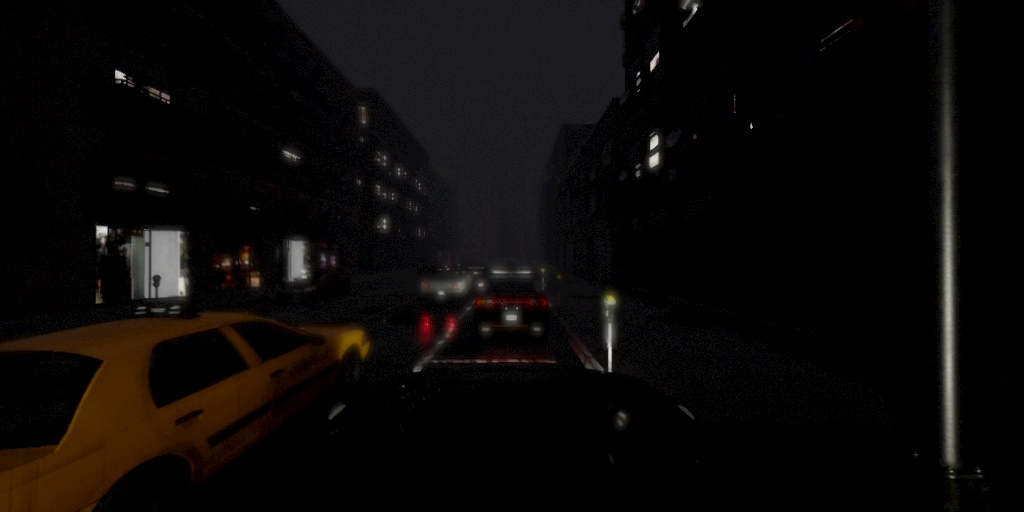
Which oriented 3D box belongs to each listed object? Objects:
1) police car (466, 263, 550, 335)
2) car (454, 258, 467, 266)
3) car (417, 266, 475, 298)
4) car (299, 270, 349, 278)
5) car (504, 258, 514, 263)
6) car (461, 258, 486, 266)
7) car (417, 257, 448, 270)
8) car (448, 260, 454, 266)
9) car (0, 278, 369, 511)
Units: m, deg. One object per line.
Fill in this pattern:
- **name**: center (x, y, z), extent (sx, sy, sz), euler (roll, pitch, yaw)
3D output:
- **police car**: center (-0.011, 1.175, 10.609), extent (1.930, 1.638, 5.238), euler (0, 0, 0)
- **car**: center (-6.164, 1.099, 48.561), extent (2.097, 1.767, 4.553), euler (0, 0, 0)
- **car**: center (-3.132, 1.352, 18.178), extent (1.895, 1.301, 4.718), euler (0, 0, 0)
- **car**: center (-8.837, 1.333, 16.462), extent (1.802, 1.307, 4.207), euler (0, 0, 0)
- **car**: center (-0.456, 1.275, 39.173), extent (1.751, 1.417, 4.829), euler (0, 0, 0)
- **car**: center (-3.129, 1.243, 33.436), extent (2.128, 1.511, 4.902), euler (0, 0, 0)
- **car**: center (-8.837, 1.064, 39.007), extent (2.192, 1.841, 5.009), euler (0, 0, 0)
- **car**: center (-8.837, 1.188, 44.643), extent (1.967, 1.591, 4.097), euler (0, 0, 0)
- **car**: center (-3.145, 1.206, 3.518), extent (1.801, 1.575, 5.366), euler (0, 0, 0)
